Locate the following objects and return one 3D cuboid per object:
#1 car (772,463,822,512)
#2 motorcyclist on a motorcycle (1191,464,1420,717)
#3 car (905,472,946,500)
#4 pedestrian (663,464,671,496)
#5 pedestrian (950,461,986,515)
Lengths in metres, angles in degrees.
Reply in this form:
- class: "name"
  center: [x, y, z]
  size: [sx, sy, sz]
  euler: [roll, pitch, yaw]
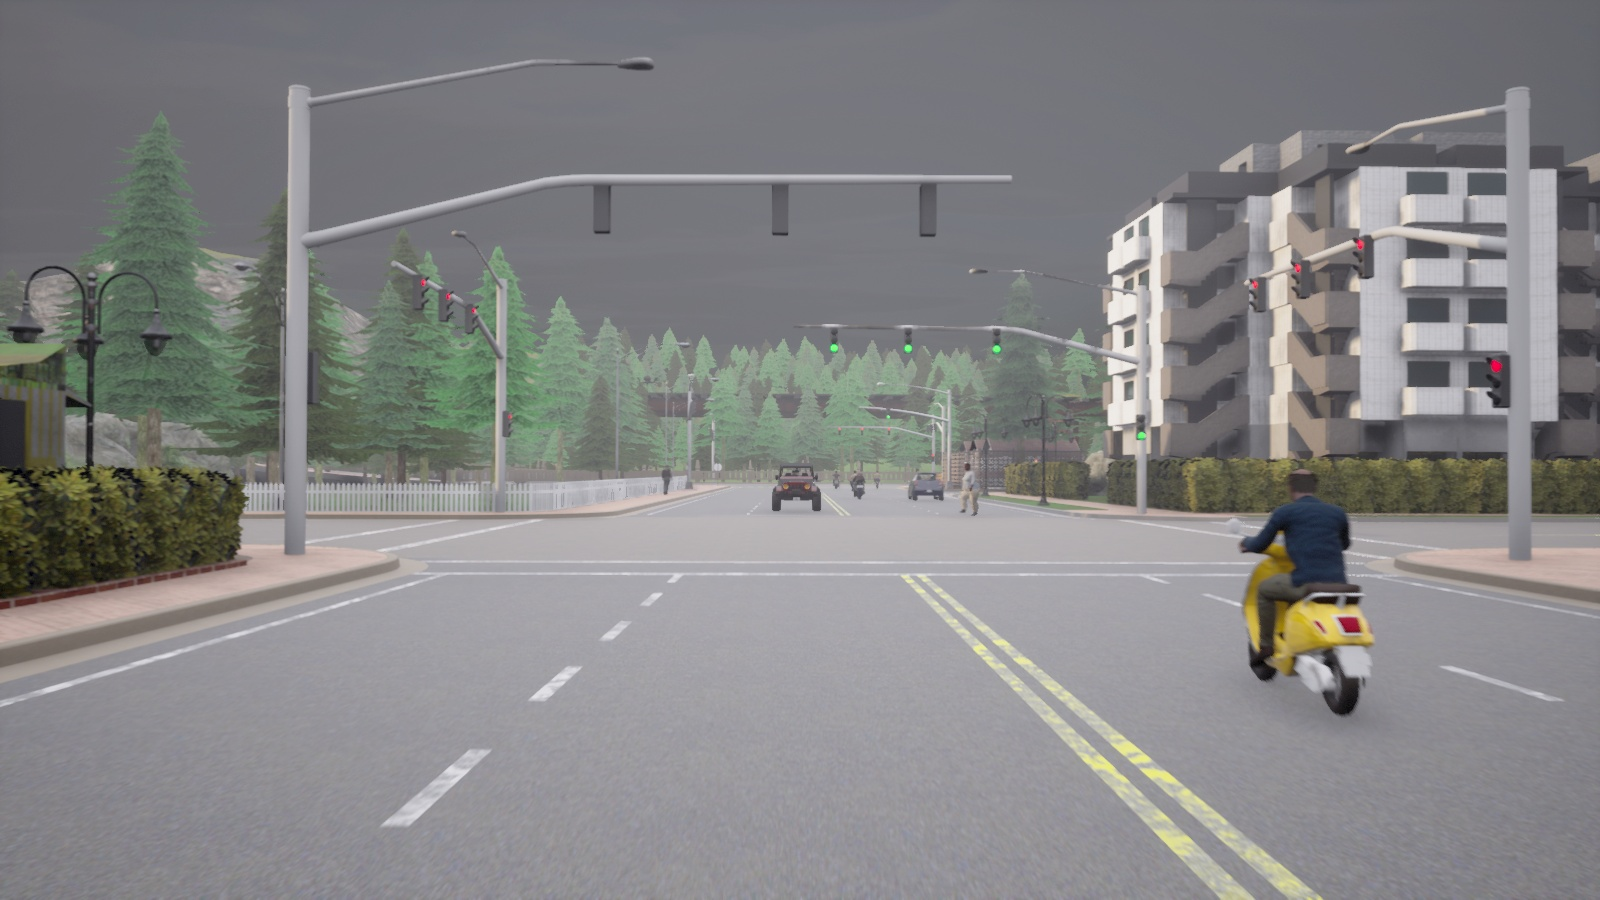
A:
- class: "car"
  center: [-0.122, 1.441, 49.647]
  size: [1.905, 1.878, 3.866]
  euler: [0, -1, 0]
- class: "motorcyclist on a motorcycle"
  center: [3.476, 0.902, 8.843]
  size: [0.866, 1.590, 1.817]
  euler: [0, -1, 0]
- class: "car"
  center: [6.833, 1.948, 68.530]
  size: [1.845, 1.501, 3.633]
  euler: [0, -1, 0]
- class: "pedestrian"
  center: [-7.714, 1.725, 72.925]
  size: [0.376, 1.854, 0.720]
  euler: [0, -1, 0]
- class: "pedestrian"
  center: [5.845, 1.310, 43.620]
  size: [0.900, 1.855, 0.874]
  euler: [0, -1, -27]
